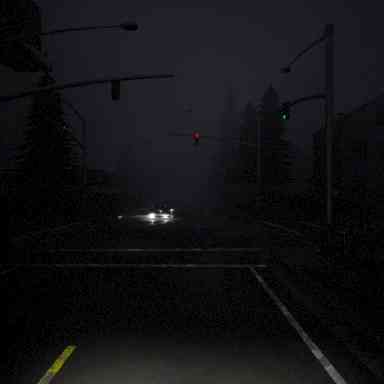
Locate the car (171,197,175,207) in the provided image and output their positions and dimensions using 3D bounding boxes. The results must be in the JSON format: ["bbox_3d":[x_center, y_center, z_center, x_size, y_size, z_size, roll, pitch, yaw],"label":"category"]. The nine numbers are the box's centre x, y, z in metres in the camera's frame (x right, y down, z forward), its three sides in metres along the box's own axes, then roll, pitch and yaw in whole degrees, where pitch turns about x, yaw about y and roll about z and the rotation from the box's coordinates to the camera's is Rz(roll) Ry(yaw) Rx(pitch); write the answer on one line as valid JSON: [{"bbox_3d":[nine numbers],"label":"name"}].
[{"bbox_3d":[-3.557,1.505,48.310,1.837,1.490,4.892,0,0,0],"label":"car"}]

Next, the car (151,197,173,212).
[{"bbox_3d":[-3.579,1.601,38.185,1.895,1.301,4.718,0,0,0],"label":"car"}]
